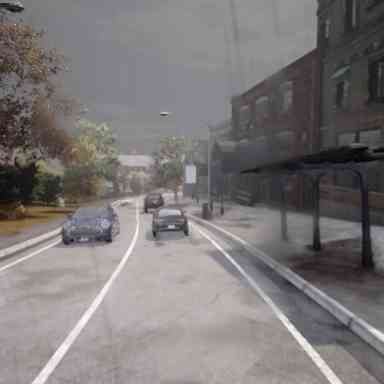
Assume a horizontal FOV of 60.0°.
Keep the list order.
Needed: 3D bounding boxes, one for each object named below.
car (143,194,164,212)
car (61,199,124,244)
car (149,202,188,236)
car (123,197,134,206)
[{"bbox_3d":[-4.412,1.220,38.516,2.150,2.045,5.566,-1,0,-9],"label":"car"},{"bbox_3d":[-4.706,1.384,15.988,2.097,1.767,4.553,-1,0,-7],"label":"car"},{"bbox_3d":[-1.275,1.506,18.267,1.812,1.442,4.674,-1,0,-7],"label":"car"},{"bbox_3d":[-11.160,1.616,57.220,1.812,1.442,4.674,-1,0,-9],"label":"car"}]
